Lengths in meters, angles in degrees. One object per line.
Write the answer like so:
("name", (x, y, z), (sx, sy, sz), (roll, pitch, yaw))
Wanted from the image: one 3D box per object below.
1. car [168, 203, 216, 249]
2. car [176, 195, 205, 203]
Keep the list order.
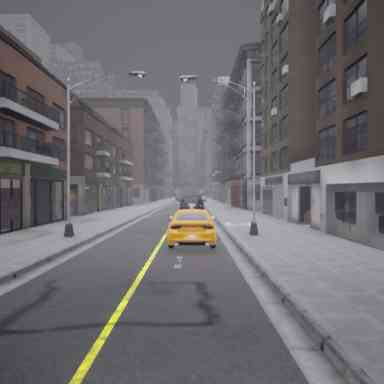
("car", (0.000, 1.485, 14.651), (1.882, 1.535, 5.008), (0, 0, 0))
("car", (0.000, 1.265, 29.681), (2.150, 2.045, 5.566), (0, 0, 0))
